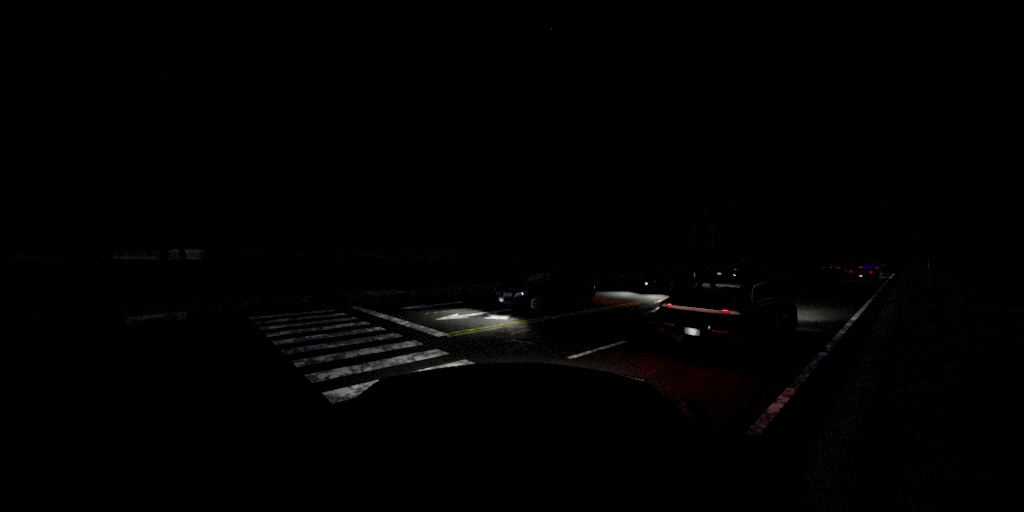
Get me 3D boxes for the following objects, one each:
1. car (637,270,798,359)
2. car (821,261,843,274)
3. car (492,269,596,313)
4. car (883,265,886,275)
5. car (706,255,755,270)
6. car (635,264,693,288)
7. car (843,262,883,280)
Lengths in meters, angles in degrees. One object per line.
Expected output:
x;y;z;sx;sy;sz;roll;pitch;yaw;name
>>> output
5.281;1.249;8.552;4.902;1.511;2.128;0;0;-42;car
38.099;1.353;42.448;5.357;1.411;2.033;0;0;-42;car
1.392;1.243;13.927;4.674;1.442;1.812;0;0;-41;car
38.779;1.348;38.752;4.674;1.442;1.812;0;0;-42;car
17.378;0.972;28.357;5.566;2.045;2.150;0;0;-42;car
8.973;1.237;20.781;4.892;1.490;1.837;0;0;-42;car
31.466;1.408;32.105;4.718;1.301;1.895;0;0;-42;car
